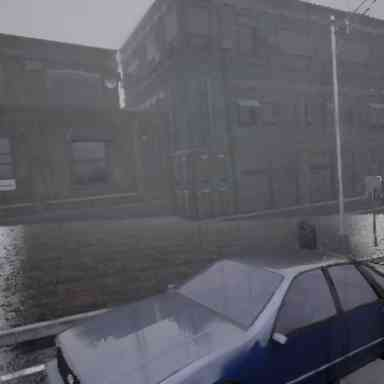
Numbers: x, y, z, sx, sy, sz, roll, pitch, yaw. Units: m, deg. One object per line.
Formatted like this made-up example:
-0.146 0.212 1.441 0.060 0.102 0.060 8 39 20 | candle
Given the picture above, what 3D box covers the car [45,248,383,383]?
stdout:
1.102 1.521 4.303 5.357 1.411 2.033 0 0 -34 | car
